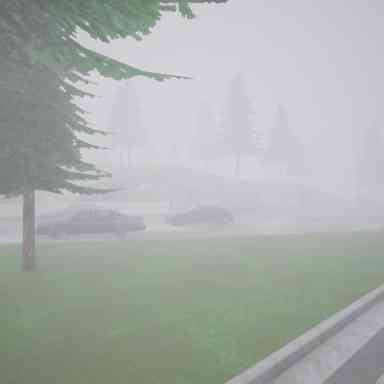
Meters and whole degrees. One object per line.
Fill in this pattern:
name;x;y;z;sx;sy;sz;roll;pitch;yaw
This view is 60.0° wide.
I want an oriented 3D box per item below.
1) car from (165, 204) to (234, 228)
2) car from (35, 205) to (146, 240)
car;0.525;1.544;22.271;4.674;1.442;1.812;0;0;-16
car;-5.088;1.559;17.024;5.357;1.411;2.033;0;0;-16
